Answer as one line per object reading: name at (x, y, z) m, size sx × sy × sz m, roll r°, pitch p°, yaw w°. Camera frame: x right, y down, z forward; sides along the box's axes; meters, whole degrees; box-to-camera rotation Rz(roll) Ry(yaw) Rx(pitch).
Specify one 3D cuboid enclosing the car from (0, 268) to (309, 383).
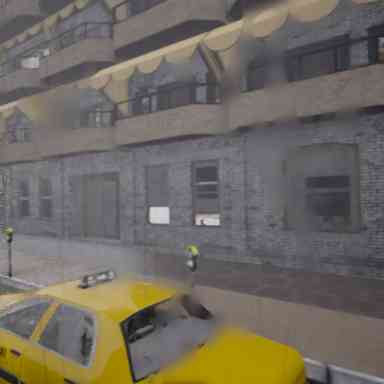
car at (-1.218, 1.558, 3.753) m, size 4.829 × 1.417 × 1.752 m, roll -1°, pitch -1°, yaw 35°
